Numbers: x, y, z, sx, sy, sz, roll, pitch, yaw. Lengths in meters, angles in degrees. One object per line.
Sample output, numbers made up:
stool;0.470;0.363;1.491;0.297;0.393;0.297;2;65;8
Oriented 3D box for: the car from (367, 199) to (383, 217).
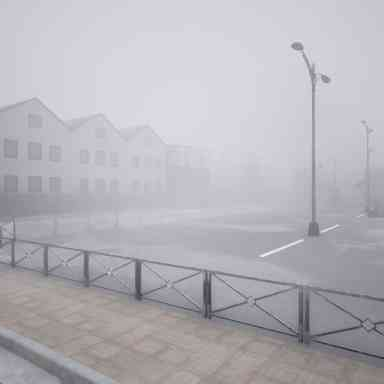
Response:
car;15.435;1.298;26.794;2.007;1.523;4.514;0;0;35
